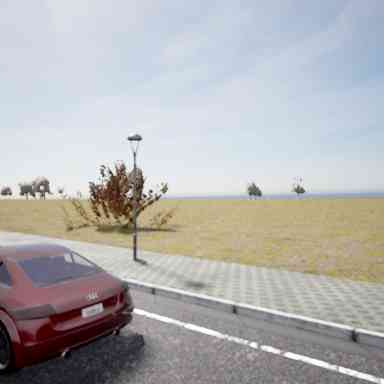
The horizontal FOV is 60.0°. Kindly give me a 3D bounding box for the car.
[{"bbox_3d":[-2.974,1.579,5.676,4.181,1.385,1.994,0,0,36],"label":"car"}]
